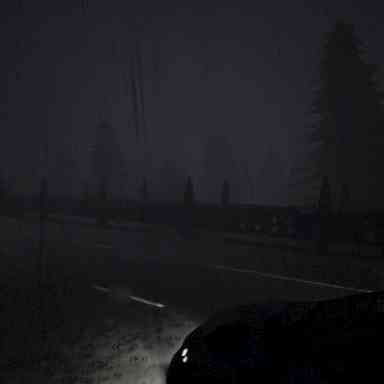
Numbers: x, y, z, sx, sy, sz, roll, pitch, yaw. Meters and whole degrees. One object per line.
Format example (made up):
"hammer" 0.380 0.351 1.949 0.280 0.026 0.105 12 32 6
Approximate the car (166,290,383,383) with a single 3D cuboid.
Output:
"car" 1.807 1.565 2.704 4.181 1.385 1.994 0 0 36
